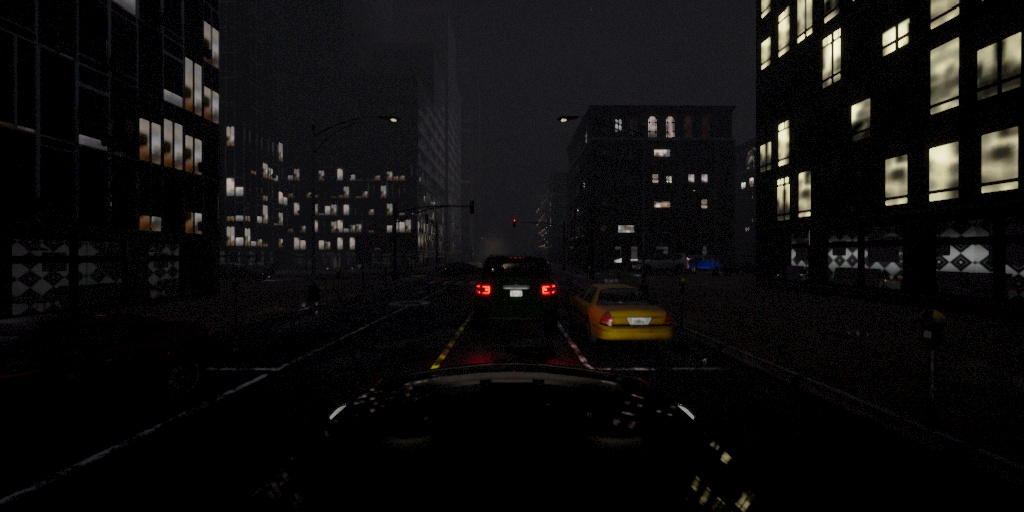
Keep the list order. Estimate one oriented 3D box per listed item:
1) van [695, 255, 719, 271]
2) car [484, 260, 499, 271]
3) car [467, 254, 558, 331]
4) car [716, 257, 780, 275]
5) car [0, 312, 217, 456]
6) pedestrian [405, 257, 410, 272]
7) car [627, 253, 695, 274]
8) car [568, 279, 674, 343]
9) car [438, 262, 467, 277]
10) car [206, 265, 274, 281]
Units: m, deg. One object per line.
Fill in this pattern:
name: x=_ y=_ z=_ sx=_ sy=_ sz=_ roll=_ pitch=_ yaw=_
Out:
van: x=20.945 y=0.793 z=39.801 sx=3.998 sy=1.789 sz=1.690 roll=0 pitch=0 yaw=-1
car: x=-2.916 y=1.290 z=51.973 sx=2.033 sy=1.411 sz=5.357 roll=0 pitch=0 yaw=-3
car: x=0.090 y=0.970 z=11.072 sx=2.150 sy=2.045 sz=5.566 roll=0 pitch=0 yaw=0
car: x=21.060 y=1.014 z=31.921 sx=4.507 sy=1.381 sz=1.888 roll=0 pitch=0 yaw=-1
car: x=-5.317 y=1.331 z=3.783 sx=1.802 sy=1.307 sz=4.207 roll=0 pitch=0 yaw=0
pedestrian: x=-12.387 y=1.013 z=42.342 sx=0.375 sy=1.860 sz=0.375 roll=0 pitch=1 yaw=-1
car: x=15.401 y=0.749 z=37.271 sx=5.566 sy=2.045 sz=2.150 roll=-1 pitch=0 yaw=-1
car: x=2.558 y=1.274 z=9.519 sx=1.751 sy=1.417 sz=4.829 roll=0 pitch=0 yaw=0
car: x=-5.129 y=1.317 z=36.426 sx=4.674 sy=1.442 sz=1.812 roll=-1 pitch=0 yaw=-31
car: x=-25.588 y=1.613 z=33.798 sx=5.357 sy=1.411 sz=2.033 roll=-1 pitch=0 yaw=-1
